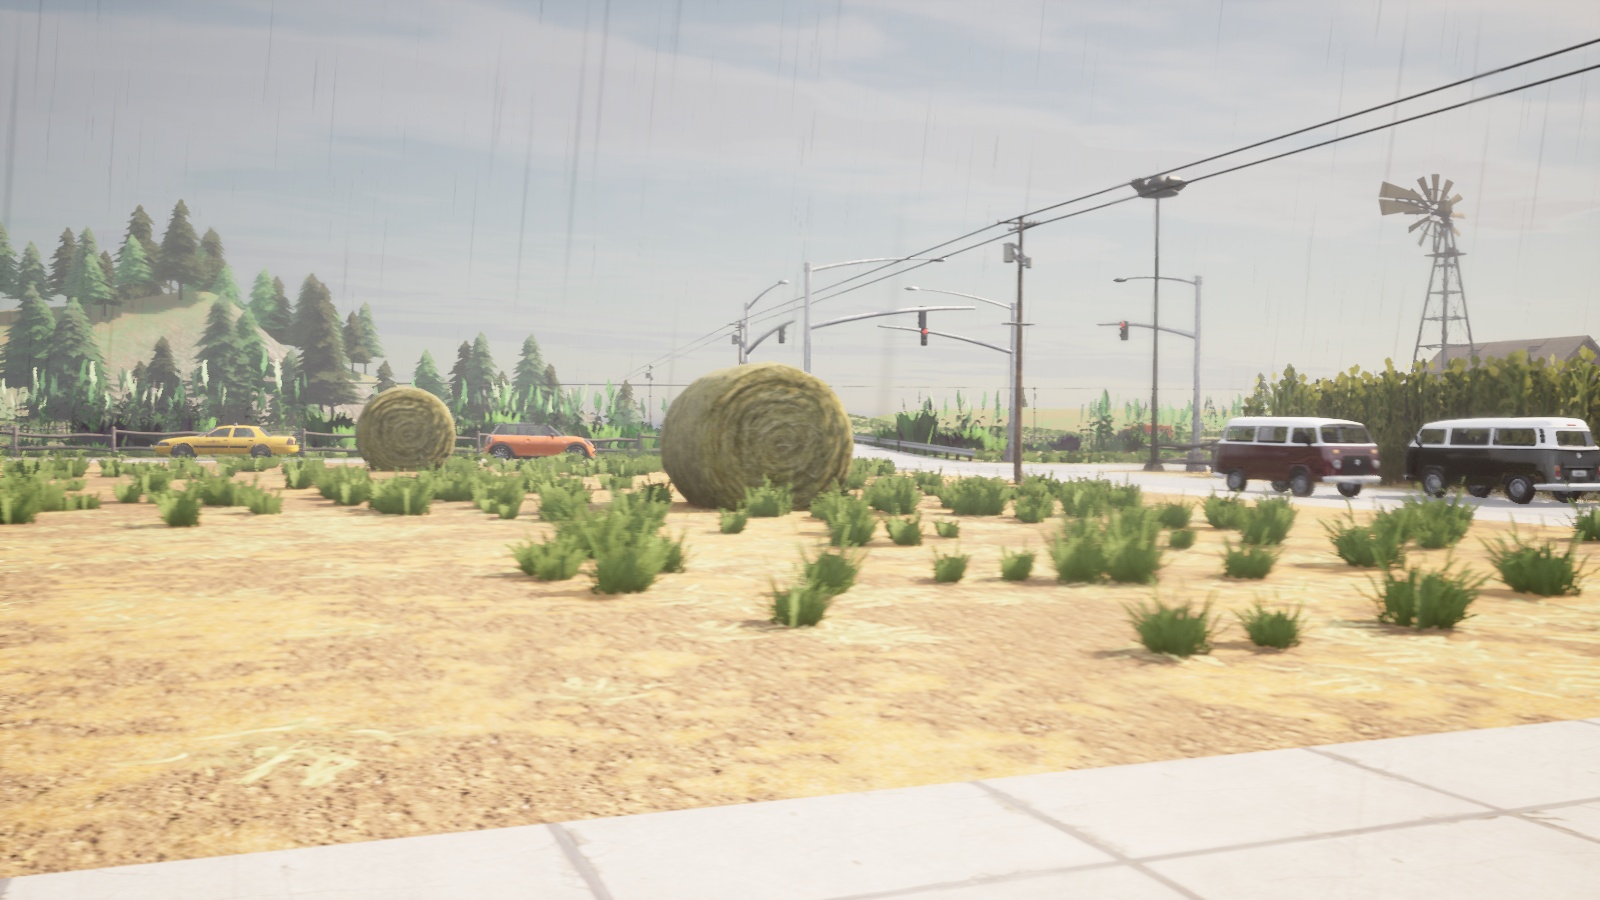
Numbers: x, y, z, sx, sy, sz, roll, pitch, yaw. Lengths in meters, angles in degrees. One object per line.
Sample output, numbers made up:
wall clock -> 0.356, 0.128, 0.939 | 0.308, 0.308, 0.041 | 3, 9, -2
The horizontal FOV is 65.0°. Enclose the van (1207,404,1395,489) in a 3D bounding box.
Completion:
van -> 12.869, -0.121, 32.586 | 2.069, 2.038, 4.480 | -1, 1, -20

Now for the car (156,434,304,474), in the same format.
car -> -23.429, 0.139, 51.850 | 5.366, 1.575, 1.801 | -1, 1, -17

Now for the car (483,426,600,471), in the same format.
car -> -10.739, -0.083, 52.061 | 4.553, 1.767, 2.097 | -1, 1, -17

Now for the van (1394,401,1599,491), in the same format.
van -> 17.194, -0.141, 30.924 | 2.069, 2.038, 4.480 | -1, 1, -20
